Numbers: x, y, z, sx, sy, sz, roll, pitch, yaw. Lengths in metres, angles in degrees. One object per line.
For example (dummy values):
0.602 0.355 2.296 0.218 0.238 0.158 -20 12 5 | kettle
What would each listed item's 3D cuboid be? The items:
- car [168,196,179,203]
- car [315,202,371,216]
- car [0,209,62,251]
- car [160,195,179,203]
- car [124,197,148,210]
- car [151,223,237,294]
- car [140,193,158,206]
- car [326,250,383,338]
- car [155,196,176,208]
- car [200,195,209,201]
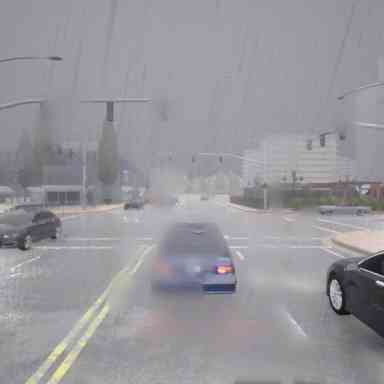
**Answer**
-3.755 1.564 67.577 1.994 1.385 4.181 0 0 0 | car
14.337 1.601 31.831 4.718 1.301 1.895 0 0 1 | car
-7.150 1.505 14.153 1.837 1.490 4.892 0 0 0 | car
-3.781 1.491 56.853 2.128 1.511 4.902 0 0 0 | car
-7.294 1.601 42.276 1.895 1.301 4.718 0 0 1 | car
0.052 1.547 8.906 2.033 1.411 5.357 0 0 0 | car
-7.304 1.213 55.424 2.150 2.045 5.566 0 1 -2 | car
3.546 1.505 4.662 1.837 1.490 4.892 0 0 0 | car
-3.763 1.601 47.583 1.895 1.301 4.718 0 0 0 | car
3.207 1.553 84.585 1.994 1.385 4.181 0 0 0 | car
